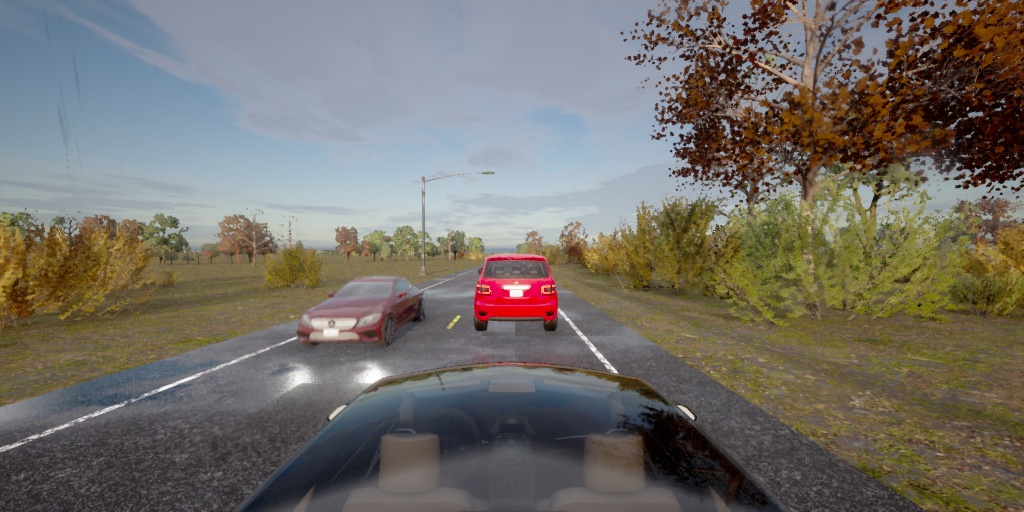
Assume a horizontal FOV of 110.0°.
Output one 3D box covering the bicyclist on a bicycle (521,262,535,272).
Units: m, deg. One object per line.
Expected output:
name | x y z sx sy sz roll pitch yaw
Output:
bicyclist on a bicycle | 0.945 1.114 18.797 0.659 1.776 1.843 0 0 0

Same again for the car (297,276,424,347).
car | -3.605 1.273 9.460 1.812 1.442 4.674 0 0 0

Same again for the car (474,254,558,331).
car | 0.093 0.968 11.091 2.150 2.045 5.566 0 0 0

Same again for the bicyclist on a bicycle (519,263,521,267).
bicyclist on a bicycle | 0.907 1.110 28.810 0.659 1.776 1.843 0 0 0
